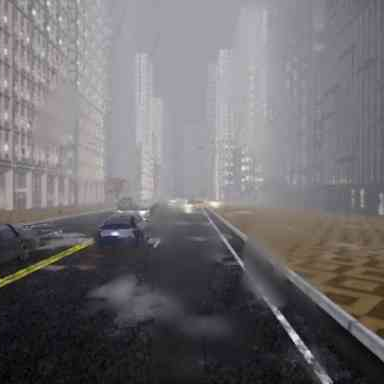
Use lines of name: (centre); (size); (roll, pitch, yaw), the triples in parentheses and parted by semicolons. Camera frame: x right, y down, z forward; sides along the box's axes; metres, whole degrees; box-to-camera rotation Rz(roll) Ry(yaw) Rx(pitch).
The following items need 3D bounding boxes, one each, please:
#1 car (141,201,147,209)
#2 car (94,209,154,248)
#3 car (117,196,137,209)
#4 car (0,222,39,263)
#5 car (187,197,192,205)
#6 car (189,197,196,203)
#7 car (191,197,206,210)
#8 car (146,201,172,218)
car: (-6.541, 2.054, 50.676); (1.895, 1.301, 4.718); (0, -1, 1)
car: (-3.145, 1.704, 15.639); (1.994, 1.385, 4.181); (0, -1, 0)
car: (-9.791, 1.668, 50.611); (2.150, 2.045, 5.566); (0, -1, 1)
car: (-6.599, 1.638, 10.027); (2.033, 1.411, 5.357); (0, -1, 0)
car: (0.022, 2.088, 70.885); (1.994, 1.385, 4.181); (0, -1, 0)
car: (0.027, 2.127, 88.008); (1.812, 1.442, 4.674); (0, -1, 0)
car: (1.153, 1.919, 51.792); (1.801, 1.575, 5.366); (0, -1, 0)
car: (-3.139, 1.780, 33.788); (1.882, 1.535, 5.008); (0, -1, 0)
